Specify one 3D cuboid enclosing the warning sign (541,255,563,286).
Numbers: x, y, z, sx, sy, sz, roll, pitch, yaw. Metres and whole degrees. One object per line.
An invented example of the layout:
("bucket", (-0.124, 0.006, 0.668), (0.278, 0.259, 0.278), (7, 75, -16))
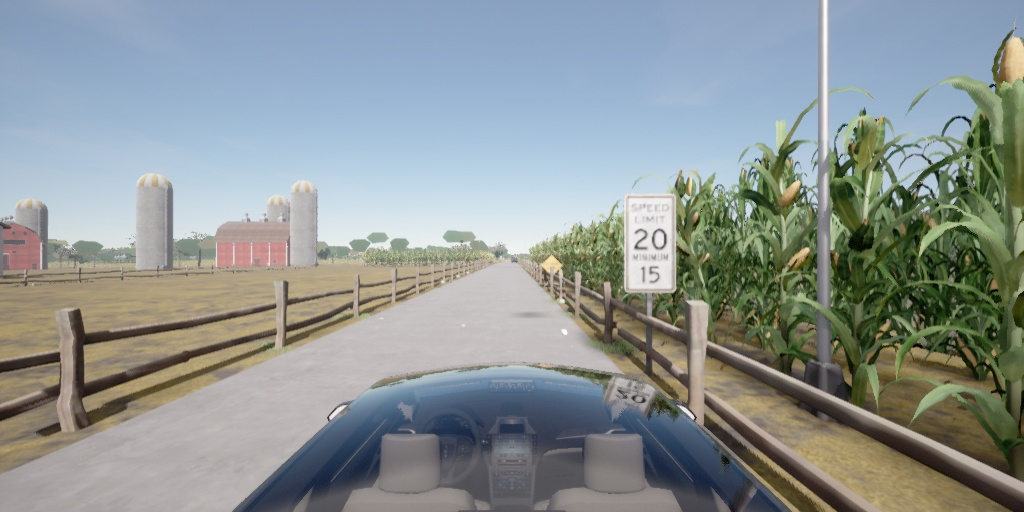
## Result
("warning sign", (2.450, 0.859, 22.057), (1.300, 1.860, 1.060), (0, 0, 0))
